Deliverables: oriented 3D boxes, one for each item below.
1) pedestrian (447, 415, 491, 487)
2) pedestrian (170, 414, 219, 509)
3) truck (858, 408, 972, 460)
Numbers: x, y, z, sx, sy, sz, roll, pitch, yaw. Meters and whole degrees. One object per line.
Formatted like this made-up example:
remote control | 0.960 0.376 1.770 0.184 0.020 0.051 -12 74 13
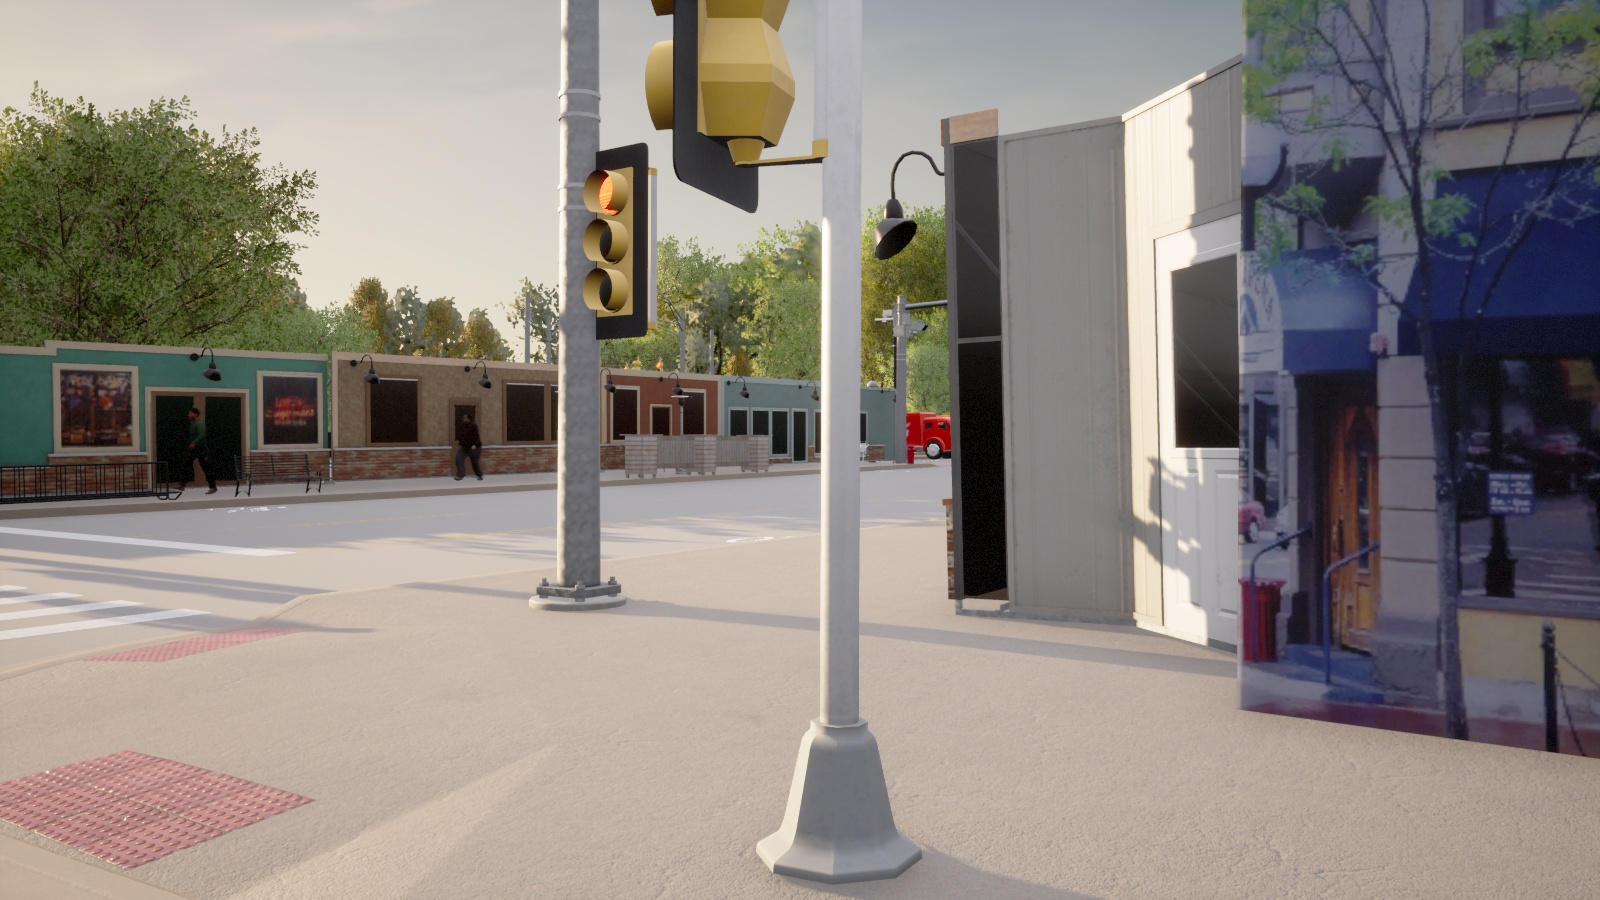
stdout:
pedestrian | -8.583 0.027 32.562 0.634 1.844 0.899 0 1 32
pedestrian | -12.612 0.229 26.163 0.423 1.949 0.788 0 1 36
truck | 6.029 -0.823 65.672 5.204 2.467 2.627 -3 0 29
